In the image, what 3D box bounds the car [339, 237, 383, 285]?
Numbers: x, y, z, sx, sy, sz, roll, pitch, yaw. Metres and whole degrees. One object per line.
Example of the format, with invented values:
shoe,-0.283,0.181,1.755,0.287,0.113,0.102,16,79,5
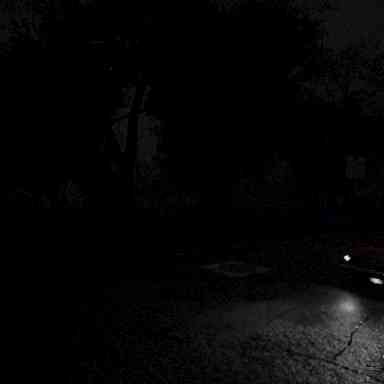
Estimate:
car,5.945,1.712,8.768,4.718,1.301,1.895,1,0,-35
